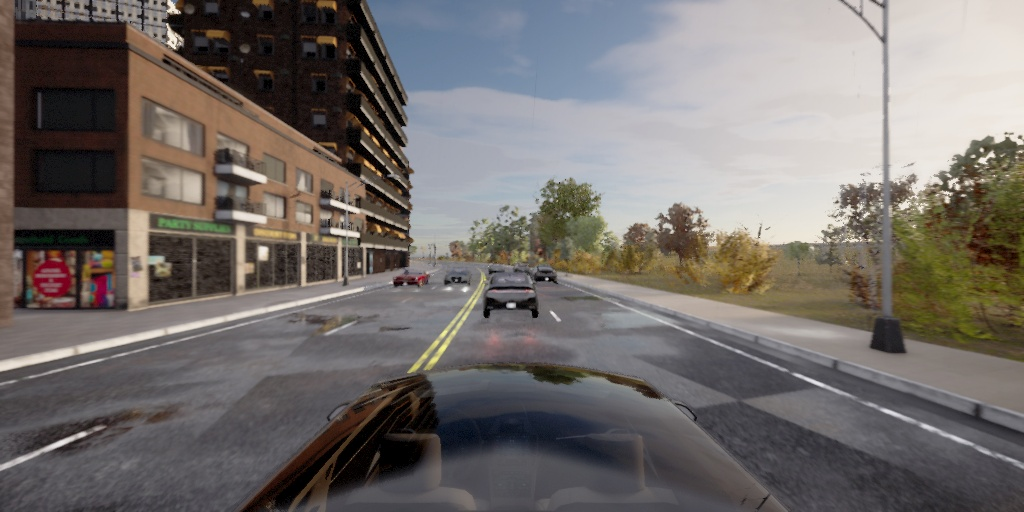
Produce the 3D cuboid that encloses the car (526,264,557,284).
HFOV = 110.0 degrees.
[{"bbox_3d":[2.514,1.508,29.664,1.837,1.490,4.892,0,0,-3],"label":"car"}]

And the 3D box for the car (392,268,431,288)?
[{"bbox_3d":[-7.253,1.589,26.231,1.895,1.301,4.718,0,-1,-3],"label":"car"}]

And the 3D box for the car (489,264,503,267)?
[{"bbox_3d":[-2.142,1.732,48.207,1.994,1.385,4.181,0,-1,-5],"label":"car"}]

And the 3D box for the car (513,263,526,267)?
[{"bbox_3d":[1.178,1.649,47.588,2.128,1.511,4.902,0,0,-5],"label":"car"}]

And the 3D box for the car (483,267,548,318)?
[{"bbox_3d":[-0.081,1.355,13.702,2.128,1.511,4.902,0,0,-1],"label":"car"}]

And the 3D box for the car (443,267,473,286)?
[{"bbox_3d":[-4.092,1.560,27.805,1.994,1.385,4.181,0,0,-3],"label":"car"}]
